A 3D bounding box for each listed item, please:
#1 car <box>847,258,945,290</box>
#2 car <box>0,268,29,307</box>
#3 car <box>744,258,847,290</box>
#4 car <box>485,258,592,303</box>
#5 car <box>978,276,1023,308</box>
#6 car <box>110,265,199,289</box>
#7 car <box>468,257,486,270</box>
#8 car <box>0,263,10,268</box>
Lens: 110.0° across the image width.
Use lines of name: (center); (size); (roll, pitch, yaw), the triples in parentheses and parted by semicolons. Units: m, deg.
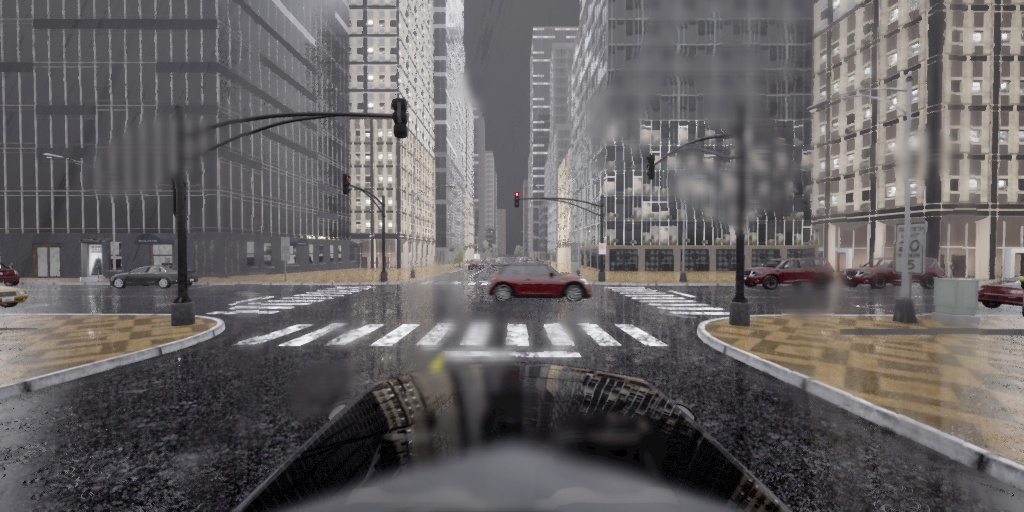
car: (22.900, 1.032, 21.649); (5.009, 1.841, 2.192); (0, 0, 0)
car: (-21.257, 1.301, 13.426); (4.829, 1.417, 1.751); (0, 0, 0)
car: (16.568, 1.024, 21.637); (5.009, 1.841, 2.192); (0, 0, 0)
car: (1.222, 1.096, 16.166); (4.553, 1.767, 2.097); (0, 0, 0)
car: (20.185, 1.417, 13.505); (4.207, 1.307, 1.802); (0, 0, 0)
car: (-21.442, 1.204, 21.565); (4.403, 1.370, 2.007); (0, 0, 0)
car: (-5.296, 1.168, 52.328); (1.967, 1.591, 4.097); (0, 0, 0)
car: (-32.558, 1.077, 21.472); (4.097, 1.591, 1.967); (0, 0, 0)
